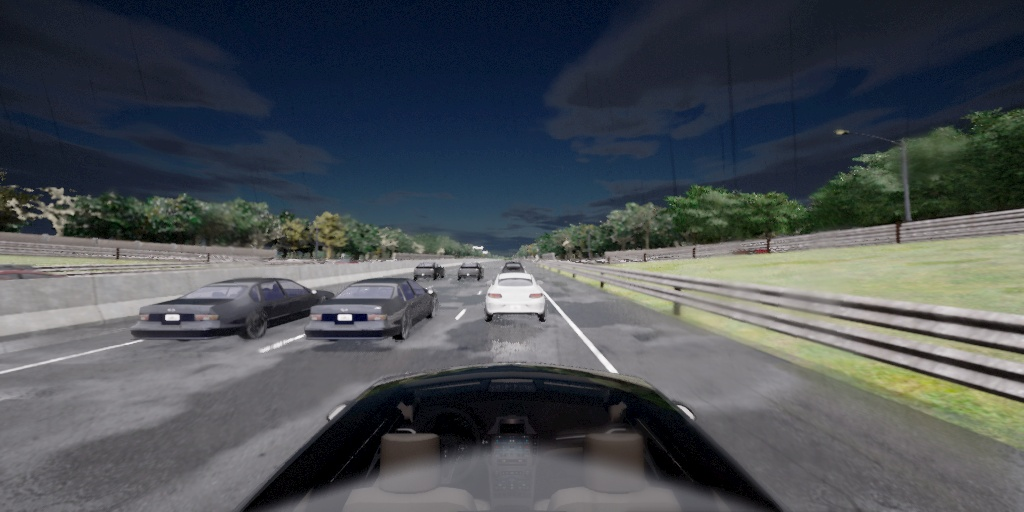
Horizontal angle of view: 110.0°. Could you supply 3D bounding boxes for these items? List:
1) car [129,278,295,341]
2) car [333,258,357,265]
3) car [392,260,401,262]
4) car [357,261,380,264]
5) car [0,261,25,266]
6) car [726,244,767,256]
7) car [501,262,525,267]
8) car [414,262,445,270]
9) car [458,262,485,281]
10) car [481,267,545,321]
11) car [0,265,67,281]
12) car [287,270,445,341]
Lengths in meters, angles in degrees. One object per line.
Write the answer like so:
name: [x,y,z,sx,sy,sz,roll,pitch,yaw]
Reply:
car: [-6.899,1.297,9.791,2.033,1.411,5.357,0,0,0]
car: [-24.548,1.148,53.108,2.097,1.767,4.553,0,0,0]
car: [-17.545,1.363,54.737,1.994,1.385,4.181,0,0,1]
car: [-21.035,1.400,54.224,1.895,1.301,4.718,0,0,1]
car: [-21.097,1.102,13.752,2.097,1.767,4.553,0,0,0]
car: [28.764,-0.674,44.092,2.097,1.767,4.553,0,-3,-13]
car: [0.106,1.263,30.428,1.837,1.490,4.892,0,0,0]
car: [-6.894,1.250,30.221,2.128,1.511,4.902,0,0,0]
car: [-3.394,1.249,30.246,2.128,1.511,4.902,0,0,0]
car: [0.102,1.275,12.349,1.812,1.442,4.674,0,0,0]
car: [-17.597,1.228,12.023,1.882,1.535,5.008,0,0,0]
car: [-3.398,1.297,9.796,2.033,1.411,5.357,0,0,0]
